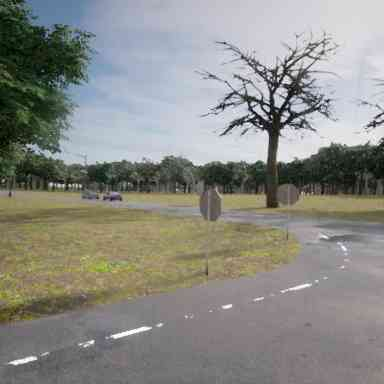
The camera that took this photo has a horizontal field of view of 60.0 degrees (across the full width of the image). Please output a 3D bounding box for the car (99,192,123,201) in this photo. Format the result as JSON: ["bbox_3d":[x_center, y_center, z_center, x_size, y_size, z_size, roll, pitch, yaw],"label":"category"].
[{"bbox_3d":[-12.349,0.704,51.851,1.812,1.442,4.674,2,-1,-35],"label":"car"}]

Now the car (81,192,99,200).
[{"bbox_3d":[-18.299,0.677,60.048,2.033,1.411,5.357,2,-1,-36],"label":"car"}]
